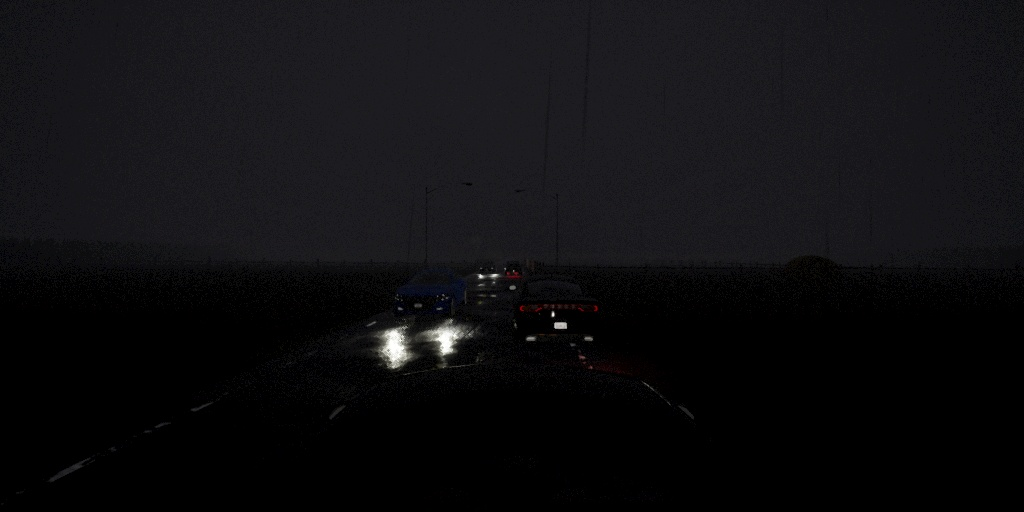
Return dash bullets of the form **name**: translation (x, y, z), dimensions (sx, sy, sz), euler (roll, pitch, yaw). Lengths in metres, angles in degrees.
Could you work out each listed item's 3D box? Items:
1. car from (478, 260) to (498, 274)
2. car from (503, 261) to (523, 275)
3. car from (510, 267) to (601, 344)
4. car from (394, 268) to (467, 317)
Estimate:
- **car**: translation (-2.744, 1.249, 41.496), dimensions (1.837, 1.490, 4.892), euler (0, 0, 0)
- **car**: translation (0.103, 1.250, 38.748), dimensions (1.837, 1.490, 4.892), euler (0, 0, -2)
- **car**: translation (0.963, 1.228, 9.580), dimensions (1.882, 1.535, 5.008), euler (0, 0, 0)
- **car**: translation (-2.849, 1.228, 13.376), dimensions (1.882, 1.535, 5.008), euler (0, 0, 0)
